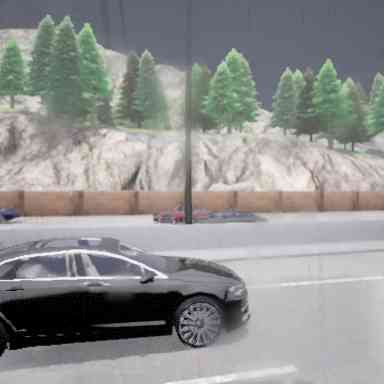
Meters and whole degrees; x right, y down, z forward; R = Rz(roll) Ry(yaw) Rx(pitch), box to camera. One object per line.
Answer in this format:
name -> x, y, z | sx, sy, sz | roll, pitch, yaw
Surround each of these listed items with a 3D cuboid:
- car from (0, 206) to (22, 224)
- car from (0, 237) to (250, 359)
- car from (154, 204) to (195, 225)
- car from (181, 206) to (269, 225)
car -> -15.046, 1.606, 23.915 | 4.718, 1.301, 1.895 | 0, 0, -12
car -> -1.529, 1.491, 5.274 | 4.902, 1.511, 2.128 | 0, 0, -13
car -> -0.619, 1.565, 23.707 | 4.181, 1.385, 1.994 | 0, 0, -14
car -> 1.846, 1.564, 17.107 | 4.181, 1.385, 1.994 | 0, 0, -14
